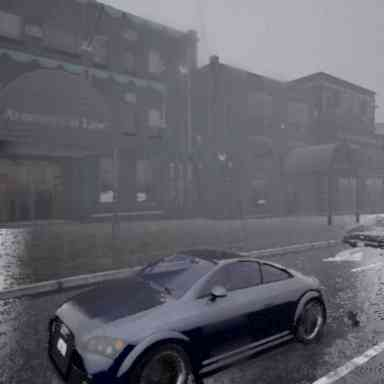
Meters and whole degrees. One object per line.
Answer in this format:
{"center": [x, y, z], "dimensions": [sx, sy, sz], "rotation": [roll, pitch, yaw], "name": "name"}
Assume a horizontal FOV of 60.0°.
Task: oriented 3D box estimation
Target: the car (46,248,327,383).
{"center": [0.134, 1.606, 4.969], "dimensions": [4.181, 1.385, 1.994], "rotation": [1, -1, -36], "name": "car"}

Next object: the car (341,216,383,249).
{"center": [9.039, 1.806, 15.213], "dimensions": [5.357, 1.411, 2.033], "rotation": [1, -1, -37], "name": "car"}
